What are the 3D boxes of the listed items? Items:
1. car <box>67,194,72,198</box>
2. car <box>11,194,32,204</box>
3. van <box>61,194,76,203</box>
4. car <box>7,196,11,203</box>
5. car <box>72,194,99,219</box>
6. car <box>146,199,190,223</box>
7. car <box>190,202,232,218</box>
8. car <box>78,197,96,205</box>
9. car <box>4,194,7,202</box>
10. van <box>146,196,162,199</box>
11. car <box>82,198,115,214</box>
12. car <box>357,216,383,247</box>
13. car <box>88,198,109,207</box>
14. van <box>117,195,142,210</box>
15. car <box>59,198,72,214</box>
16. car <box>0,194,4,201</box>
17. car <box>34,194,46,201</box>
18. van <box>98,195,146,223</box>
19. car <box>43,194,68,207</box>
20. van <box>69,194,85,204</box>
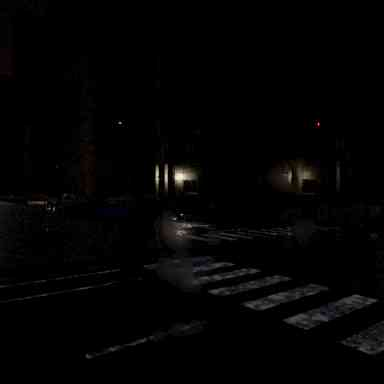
[{"bbox_3d":[-22.317,1.527,58.497,2.033,1.411,5.357,0,0,-36],"label":"car"},{"bbox_3d":[-31.702,1.513,61.708,2.008,1.369,4.403,0,0,-36],"label":"car"},{"bbox_3d":[-24.770,1.329,66.672,1.690,1.788,3.998,0,0,-36],"label":"van"},{"bbox_3d":[-35.005,1.403,66.325,1.967,1.590,4.097,0,0,-36],"label":"car"},{"bbox_3d":[-8.572,1.284,29.391,2.192,1.841,5.009,0,0,-36],"label":"car"},{"bbox_3d":[-2.718,1.529,25.808,2.033,1.411,5.357,0,0,-34],"label":"car"},{"bbox_3d":[1.663,1.549,29.736,2.008,1.369,4.403,0,0,-36],"label":"car"},{"bbox_3d":[-18.162,1.570,57.438,1.802,1.307,4.206,0,0,-36],"label":"car"},{"bbox_3d":[-38.211,1.488,70.804,1.752,1.417,4.829,0,0,-36],"label":"car"},{"bbox_3d":[-4.945,1.332,38.971,1.690,1.788,3.998,0,0,-36],"label":"van"},{"bbox_3d":[-10.314,1.451,36.412,1.882,1.535,5.008,0,0,-36],"label":"car"},{"bbox_3d":[9.074,1.565,13.575,4.181,1.385,1.994,0,0,31],"label":"car"},{"bbox_3d":[-14.858,1.569,52.820,1.802,1.307,4.206,0,0,-36],"label":"car"},{"bbox_3d":[-8.249,1.330,43.587,1.690,1.788,3.998,0,0,-36],"label":"van"},{"bbox_3d":[-11.877,1.548,34.007,1.802,1.307,4.206,0,0,-36],"label":"car"},{"bbox_3d":[-41.614,1.529,75.559,1.947,1.339,4.313,0,0,-36],"label":"car"},{"bbox_3d":[-37.987,1.304,85.140,2.192,1.841,5.009,0,0,-36],"label":"car"},{"bbox_3d":[-5.268,1.314,24.774,1.690,1.788,3.998,0,0,-36],"label":"van"},{"bbox_3d":[-21.310,1.504,51.933,1.812,1.442,4.674,0,0,-36],"label":"car"},{"bbox_3d":[-21.466,1.329,62.055,1.690,1.788,3.998,0,0,-36],"label":"van"}]
